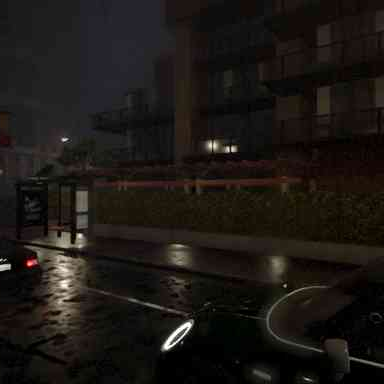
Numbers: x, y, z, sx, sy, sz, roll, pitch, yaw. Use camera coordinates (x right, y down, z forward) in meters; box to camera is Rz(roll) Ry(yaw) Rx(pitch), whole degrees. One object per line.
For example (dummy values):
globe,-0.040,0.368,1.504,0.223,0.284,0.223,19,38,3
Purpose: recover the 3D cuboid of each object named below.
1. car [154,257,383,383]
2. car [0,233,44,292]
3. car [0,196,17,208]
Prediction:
car,1.850,1.352,2.685,4.553,1.767,2.097,0,0,35
car,-5.768,1.547,8.061,5.357,1.411,2.033,0,0,36
car,-26.593,1.352,46.289,2.097,1.767,4.553,0,0,35
